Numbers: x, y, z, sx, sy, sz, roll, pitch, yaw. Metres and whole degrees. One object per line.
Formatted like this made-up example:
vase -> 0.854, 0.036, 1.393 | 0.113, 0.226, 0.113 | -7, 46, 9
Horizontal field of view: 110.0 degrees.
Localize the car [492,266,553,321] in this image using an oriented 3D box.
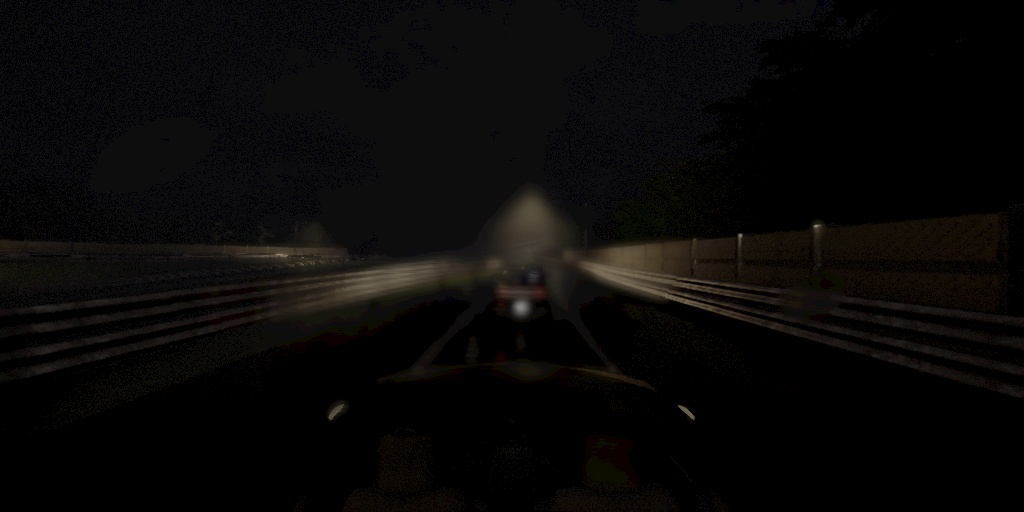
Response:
car -> 0.418, 1.275, 12.657 | 2.128, 1.511, 4.902 | 0, 0, 4
